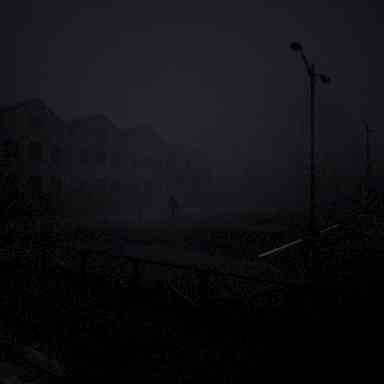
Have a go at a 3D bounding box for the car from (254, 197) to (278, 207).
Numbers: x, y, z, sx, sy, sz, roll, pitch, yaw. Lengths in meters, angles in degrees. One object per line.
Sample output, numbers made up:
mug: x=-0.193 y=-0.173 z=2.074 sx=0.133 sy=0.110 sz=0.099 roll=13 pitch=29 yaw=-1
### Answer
car: x=10.440 y=1.356 z=46.668 sx=2.033 sy=1.411 sz=5.357 roll=0 pitch=0 yaw=32

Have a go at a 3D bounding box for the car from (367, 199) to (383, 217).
car: x=15.442 y=1.298 z=26.798 sx=2.007 sy=1.523 sz=4.514 roll=0 pitch=0 yaw=35

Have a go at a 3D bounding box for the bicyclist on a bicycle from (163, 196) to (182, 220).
bicyclist on a bicycle: x=-1.376 y=1.109 z=23.031 sx=1.656 sy=1.620 sz=0.582 roll=0 pitch=0 yaw=35
